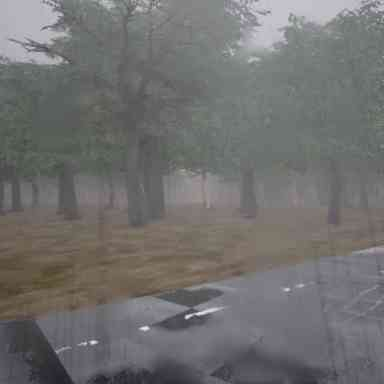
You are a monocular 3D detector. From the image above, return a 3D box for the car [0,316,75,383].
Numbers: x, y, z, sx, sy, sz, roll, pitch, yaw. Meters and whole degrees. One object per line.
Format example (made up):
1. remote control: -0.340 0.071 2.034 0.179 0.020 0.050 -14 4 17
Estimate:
1. car: -3.177 1.608 1.752 4.718 1.301 1.895 0 0 -35
